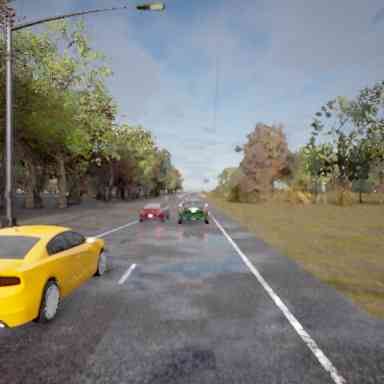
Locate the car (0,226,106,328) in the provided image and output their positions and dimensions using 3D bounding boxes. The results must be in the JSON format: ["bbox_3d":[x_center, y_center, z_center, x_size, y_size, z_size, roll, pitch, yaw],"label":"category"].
[{"bbox_3d":[-3.303,1.453,7.115,1.882,1.535,5.008,0,0,1],"label":"car"}]

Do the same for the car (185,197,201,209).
[{"bbox_3d":[0.105,1.422,42.511,1.994,1.385,4.181,0,0,0],"label":"car"}]

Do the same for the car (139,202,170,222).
[{"bbox_3d":[-2.752,1.441,25.043,1.812,1.442,4.674,0,0,2],"label":"car"}]

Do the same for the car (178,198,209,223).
[{"bbox_3d":[0.103,1.269,24.428,2.097,1.767,4.553,0,0,0],"label":"car"}]
